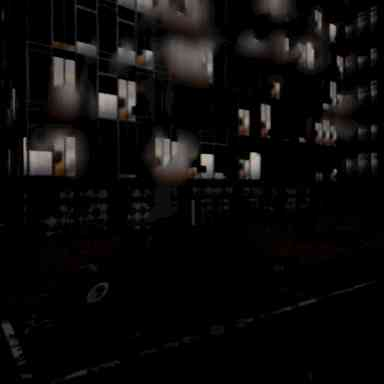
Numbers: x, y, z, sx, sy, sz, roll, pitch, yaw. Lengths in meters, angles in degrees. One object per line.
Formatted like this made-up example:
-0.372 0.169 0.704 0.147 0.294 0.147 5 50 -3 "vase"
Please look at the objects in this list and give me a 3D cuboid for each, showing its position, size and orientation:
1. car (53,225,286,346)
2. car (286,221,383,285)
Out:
-0.406 1.442 6.280 4.097 1.590 1.967 0 -1 -36 "car"
4.083 1.531 9.482 4.829 1.417 1.752 0 -1 -36 "car"
